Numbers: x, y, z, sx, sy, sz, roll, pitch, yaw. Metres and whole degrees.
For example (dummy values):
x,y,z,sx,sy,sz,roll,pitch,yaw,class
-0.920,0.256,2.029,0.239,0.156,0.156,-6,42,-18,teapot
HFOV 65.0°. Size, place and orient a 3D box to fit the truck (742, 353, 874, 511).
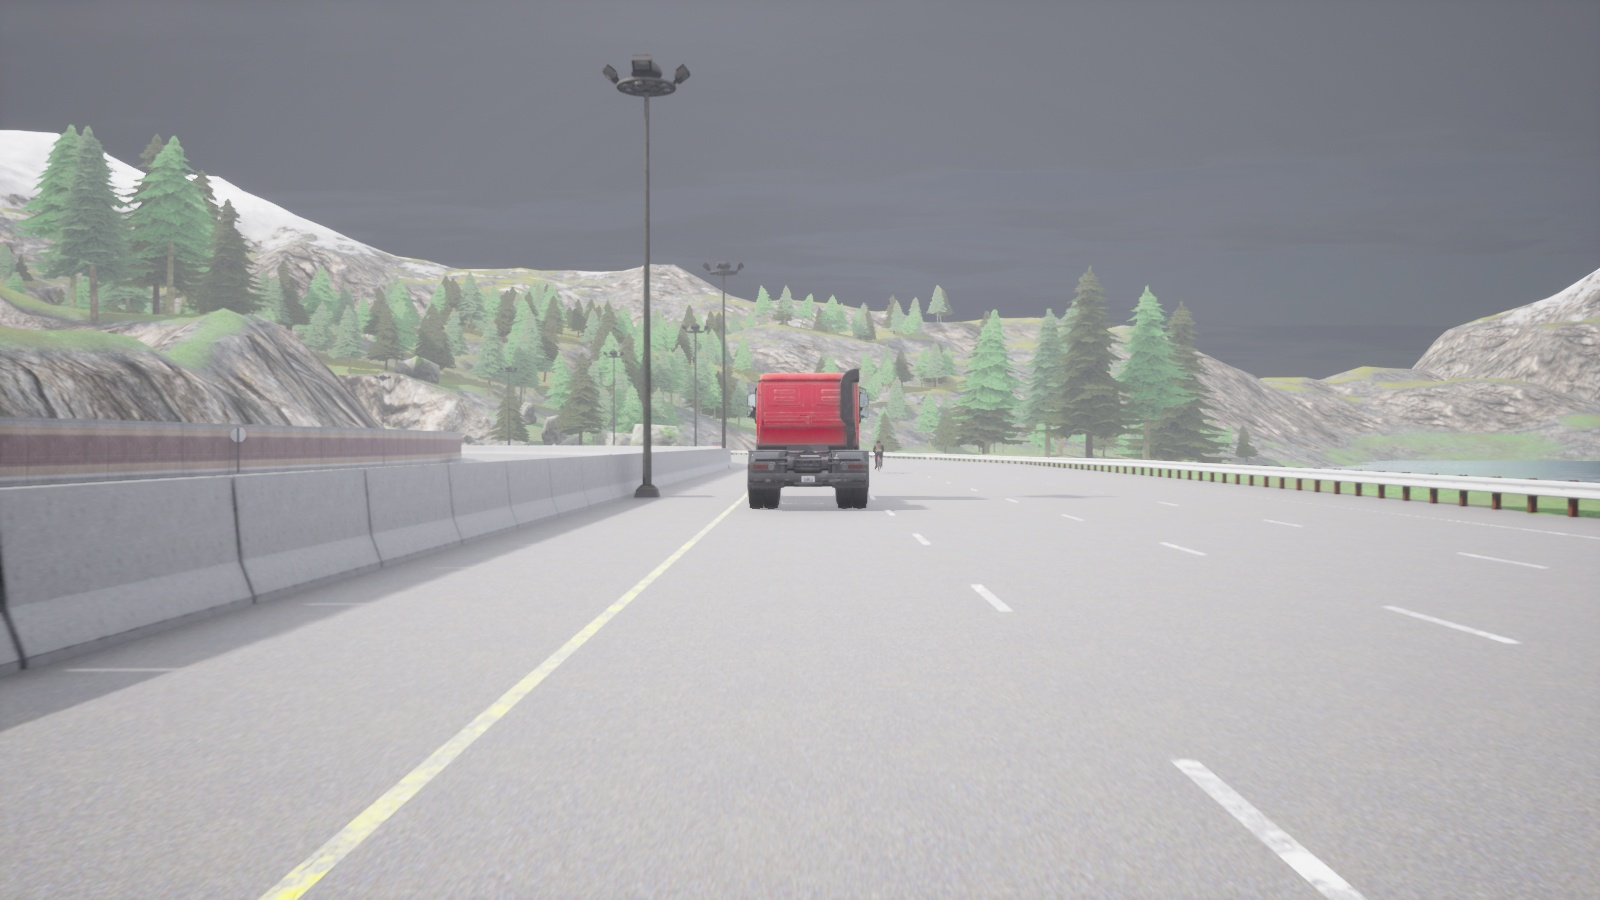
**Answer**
x,y,z,sx,sy,sz,roll,pitch,yaw,class
0.197,-0.413,31.566,2.891,3.462,7.936,0,0,0,truck
